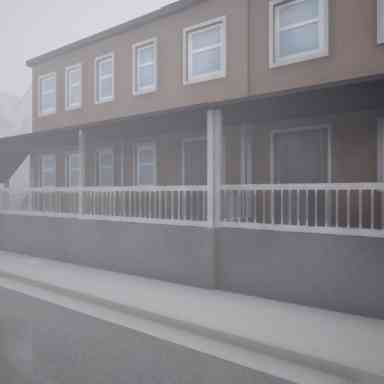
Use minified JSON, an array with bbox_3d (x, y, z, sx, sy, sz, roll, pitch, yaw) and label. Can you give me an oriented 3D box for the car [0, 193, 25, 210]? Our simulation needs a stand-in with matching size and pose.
[{"bbox_3d":[-14.933,0.956,27.553,1.812,1.442,4.674,0,15,34],"label":"car"}]
